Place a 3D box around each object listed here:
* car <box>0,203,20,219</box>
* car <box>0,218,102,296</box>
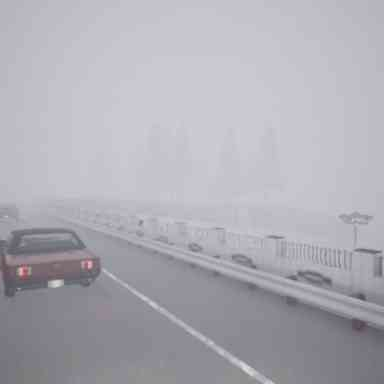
[{"bbox_3d":[-15.518,1.653,27.666,1.837,1.490,4.892,1,-1,-31],"label":"car"},{"bbox_3d":[-3.939,1.593,8.726,1.895,1.301,4.718,1,-1,-31],"label":"car"}]
